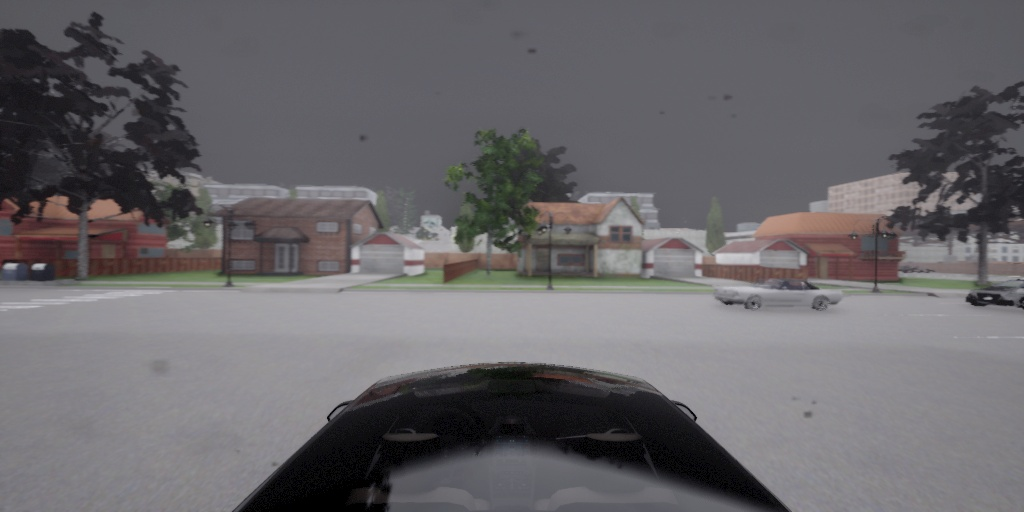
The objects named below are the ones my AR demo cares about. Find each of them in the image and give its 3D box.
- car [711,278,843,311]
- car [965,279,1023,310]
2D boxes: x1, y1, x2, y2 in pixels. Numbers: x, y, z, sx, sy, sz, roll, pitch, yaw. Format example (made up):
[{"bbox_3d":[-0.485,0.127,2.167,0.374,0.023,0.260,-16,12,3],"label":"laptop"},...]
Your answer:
[{"bbox_3d":[11.491,1.643,15.777,4.718,1.301,1.895,1,0,-3],"label":"car"},{"bbox_3d":[23.635,1.769,16.372,4.181,1.385,1.994,1,0,-2],"label":"car"}]
